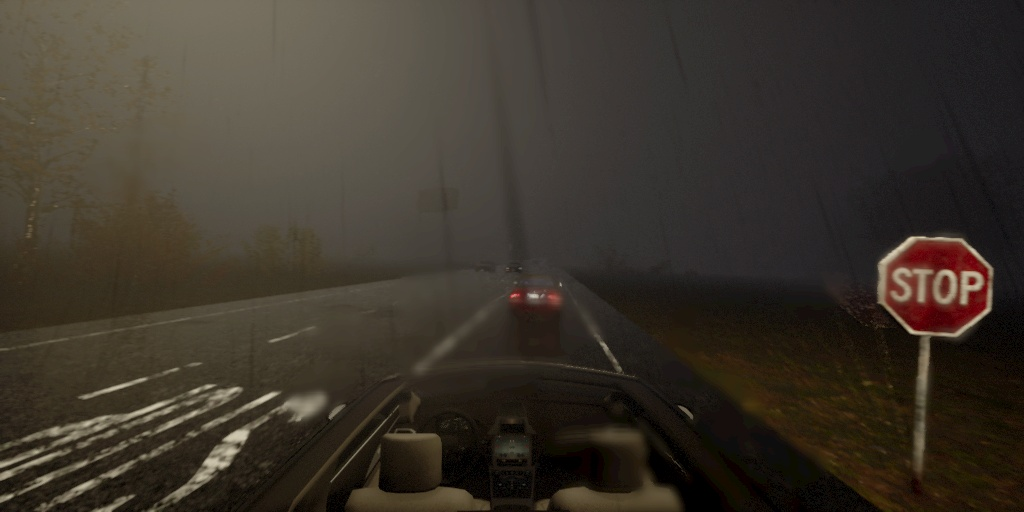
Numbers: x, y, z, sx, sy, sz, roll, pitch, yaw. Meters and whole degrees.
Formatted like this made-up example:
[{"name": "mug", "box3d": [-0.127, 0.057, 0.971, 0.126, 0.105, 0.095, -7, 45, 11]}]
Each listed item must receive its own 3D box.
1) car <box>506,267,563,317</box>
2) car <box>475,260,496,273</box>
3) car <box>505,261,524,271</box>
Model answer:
[{"name": "car", "box3d": [0.972, 1.364, 13.807, 2.033, 1.411, 5.357, 3, 0, 6]}, {"name": "car", "box3d": [-3.090, 1.217, 43.122, 2.033, 1.411, 5.357, 3, 0, 6]}, {"name": "car", "box3d": [0.390, 1.342, 42.769, 1.837, 1.490, 4.892, 3, 0, 6]}]
